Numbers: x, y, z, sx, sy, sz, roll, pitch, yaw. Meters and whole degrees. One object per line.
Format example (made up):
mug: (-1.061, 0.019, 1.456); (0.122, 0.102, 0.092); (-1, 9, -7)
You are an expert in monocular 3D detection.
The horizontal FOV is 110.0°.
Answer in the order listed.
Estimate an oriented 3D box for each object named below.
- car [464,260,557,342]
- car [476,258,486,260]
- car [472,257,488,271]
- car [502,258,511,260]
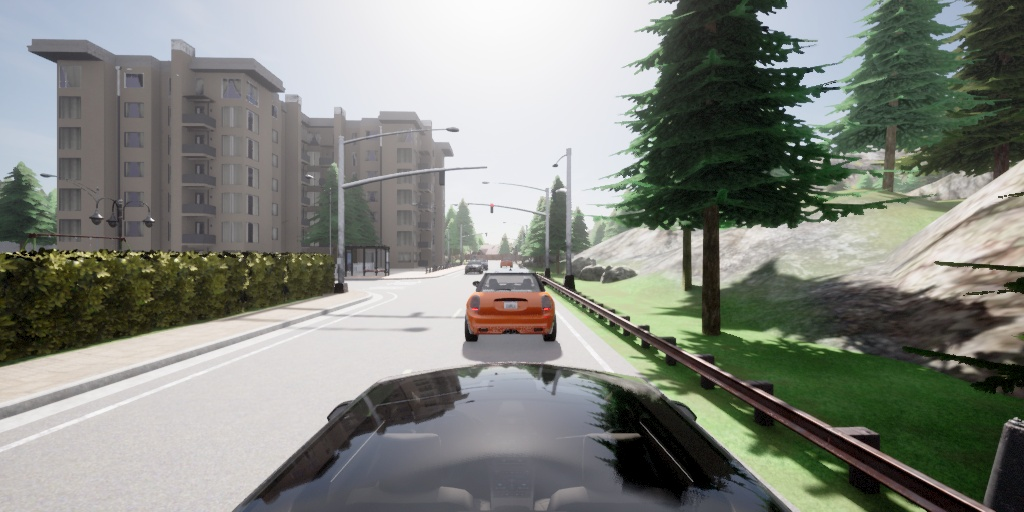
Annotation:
car: (-0.052, 1.102, 9.975); (2.097, 1.767, 4.553); (0, 0, -1)
car: (-4.265, 1.255, 40.761); (1.837, 1.490, 4.892); (0, 0, -1)
car: (-4.448, 1.102, 50.672); (2.097, 1.767, 4.553); (0, 0, -2)
car: (-0.926, 1.102, 61.232); (2.097, 1.767, 4.553); (0, 0, -1)
